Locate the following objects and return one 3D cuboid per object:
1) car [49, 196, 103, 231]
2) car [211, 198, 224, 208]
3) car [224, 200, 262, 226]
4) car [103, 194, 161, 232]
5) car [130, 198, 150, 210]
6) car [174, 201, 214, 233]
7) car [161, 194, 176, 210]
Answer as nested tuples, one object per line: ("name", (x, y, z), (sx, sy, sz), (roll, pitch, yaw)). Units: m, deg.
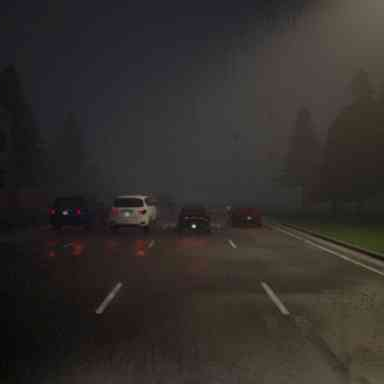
("car", (-6.902, 1.229, 20.787), (2.150, 2.045, 5.566), (0, 0, 0))
("car", (3.714, 1.539, 47.738), (1.812, 1.442, 4.674), (0, 0, 1))
("car", (3.598, 1.484, 23.453), (1.882, 1.535, 5.008), (0, 0, 0))
("car", (-3.402, 1.229, 20.093), (2.150, 2.045, 5.566), (0, 0, 0))
("car", (-6.830, 1.538, 43.899), (1.812, 1.442, 4.674), (0, 0, 1))
("car", (0.099, 1.512, 19.602), (1.837, 1.490, 4.892), (0, 0, 0))
("car", (-3.351, 1.235, 42.370), (2.150, 2.045, 5.566), (0, 0, 1))
